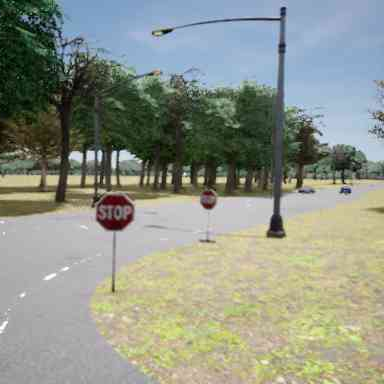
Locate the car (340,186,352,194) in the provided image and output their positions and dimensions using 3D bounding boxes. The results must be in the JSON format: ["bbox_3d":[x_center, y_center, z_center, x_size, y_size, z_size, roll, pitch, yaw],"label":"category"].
[{"bbox_3d":[31.052,-0.516,67.013,1.882,1.535,5.008,3,3,28],"label":"car"}]

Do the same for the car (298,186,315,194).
[{"bbox_3d":[21.412,-0.362,62.062,2.033,1.411,5.357,3,4,35],"label":"car"}]
